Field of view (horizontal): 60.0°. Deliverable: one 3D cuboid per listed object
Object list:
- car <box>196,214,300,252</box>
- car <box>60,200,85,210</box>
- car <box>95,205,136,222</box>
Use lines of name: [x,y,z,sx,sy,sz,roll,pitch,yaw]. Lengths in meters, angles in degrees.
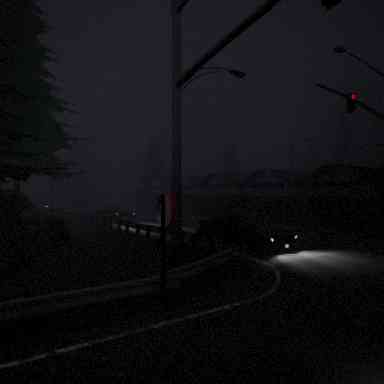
car: [2.280,1.739,15.313,2.033,1.411,5.357,0,0,-33]
car: [-16.688,1.780,46.490,1.895,1.301,4.718,0,0,2]
car: [-6.439,1.792,27.893,1.895,1.301,4.718,0,0,-35]
